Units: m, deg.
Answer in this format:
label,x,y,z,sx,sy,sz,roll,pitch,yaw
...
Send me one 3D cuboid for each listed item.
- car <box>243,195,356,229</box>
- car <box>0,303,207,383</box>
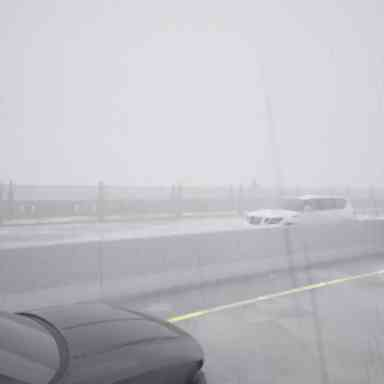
label,x,y,z,sx,sy,sz,roll,pitch,yaw
car,4.980,1.165,15.071,5.566,2.045,2.150,0,0,-28
car,-2.128,1.458,2.056,5.008,1.535,1.882,0,0,-37
